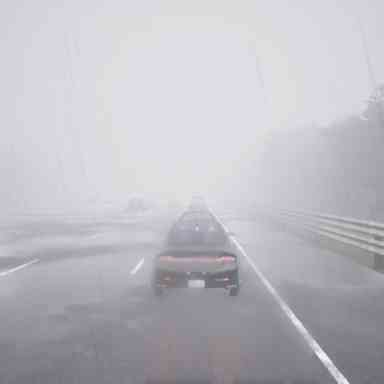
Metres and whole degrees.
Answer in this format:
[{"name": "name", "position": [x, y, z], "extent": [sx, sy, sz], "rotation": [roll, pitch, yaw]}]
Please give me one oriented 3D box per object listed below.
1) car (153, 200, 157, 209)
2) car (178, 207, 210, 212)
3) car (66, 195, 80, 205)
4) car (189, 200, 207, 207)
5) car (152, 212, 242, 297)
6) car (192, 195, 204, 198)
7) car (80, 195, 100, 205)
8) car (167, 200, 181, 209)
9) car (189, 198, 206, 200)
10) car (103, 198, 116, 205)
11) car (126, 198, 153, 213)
[{"name": "car", "position": [-6.177, 1.842, 48.493], "extent": [1.895, 1.301, 4.718], "rotation": [0, -1, 1]}, {"name": "car", "position": [0.267, 1.625, 16.748], "extent": [1.895, 1.301, 4.718], "rotation": [0, 0, 1]}, {"name": "car", "position": [-23.777, 1.542, 67.673], "extent": [2.150, 2.045, 5.566], "rotation": [0, -1, 0]}, {"name": "car", "position": [0.454, 1.635, 26.501], "extent": [2.033, 1.411, 5.357], "rotation": [0, 0, 1]}, {"name": "car", "position": [0.122, 1.492, 8.577], "extent": [2.128, 1.511, 4.902], "rotation": [0, 0, 1]}, {"name": "car", "position": [0.824, 1.503, 47.942], "extent": [2.150, 2.045, 5.566], "rotation": [0, -1, 0]}, {"name": "car", "position": [-20.277, 1.565, 67.699], "extent": [2.150, 2.045, 5.566], "rotation": [0, -1, 0]}, {"name": "car", "position": [-2.673, 1.820, 49.316], "extent": [2.033, 1.411, 5.357], "rotation": [0, -1, 0]}, {"name": "car", "position": [0.724, 1.748, 37.589], "extent": [1.994, 1.385, 4.181], "rotation": [0, 0, 1]}, {"name": "car", "position": [-16.780, 1.916, 67.751], "extent": [1.994, 1.385, 4.181], "rotation": [0, -1, 0]}, {"name": "car", "position": [-6.257, 1.506, 39.062], "extent": [2.097, 1.767, 4.553], "rotation": [0, 0, 1]}]
